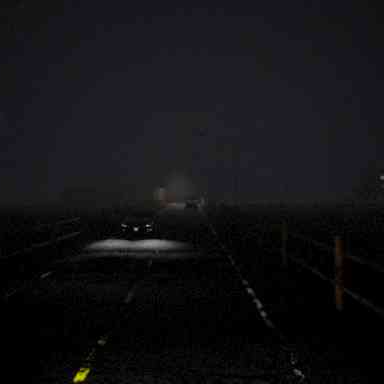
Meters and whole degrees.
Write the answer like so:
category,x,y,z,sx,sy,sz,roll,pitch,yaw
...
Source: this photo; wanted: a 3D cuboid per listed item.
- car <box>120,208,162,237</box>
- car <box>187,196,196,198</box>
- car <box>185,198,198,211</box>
category,x,y,z,sx,sy,sz,roll,pitch,yaw
car,-2.834,1.696,19.330,1.837,1.490,4.892,0,-1,0
car,-0.073,1.778,60.012,2.150,2.045,5.566,0,0,0
car,-0.060,2.033,49.976,1.994,1.385,4.181,0,-1,0
